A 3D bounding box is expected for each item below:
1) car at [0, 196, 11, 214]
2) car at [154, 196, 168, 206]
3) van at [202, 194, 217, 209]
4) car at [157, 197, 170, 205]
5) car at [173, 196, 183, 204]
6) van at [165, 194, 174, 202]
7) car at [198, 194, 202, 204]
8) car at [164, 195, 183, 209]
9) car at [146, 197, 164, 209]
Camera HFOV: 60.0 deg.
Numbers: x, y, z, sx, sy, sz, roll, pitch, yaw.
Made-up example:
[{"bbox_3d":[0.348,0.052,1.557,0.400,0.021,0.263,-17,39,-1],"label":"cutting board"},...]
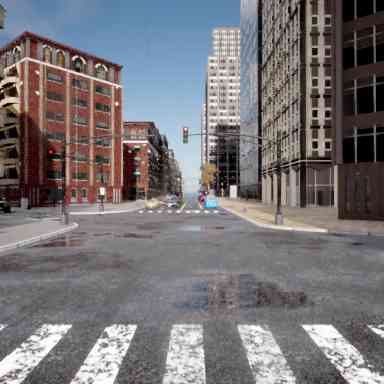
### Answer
[{"bbox_3d":[-22.568,1.425,37.647,5.566,2.045,2.150,-1,-1,41],"label":"car"},{"bbox_3d":[-5.299,1.510,56.864,1.967,1.590,4.097,0,0,0],"label":"car"},{"bbox_3d":[2.579,1.386,45.757,1.690,1.788,3.998,0,0,0],"label":"van"},{"bbox_3d":[-5.298,1.650,62.416,1.947,1.339,4.313,0,0,0],"label":"car"},{"bbox_3d":[-2.760,1.621,66.402,1.812,1.442,4.674,0,0,1],"label":"car"},{"bbox_3d":[-5.294,1.474,79.072,1.690,1.788,3.998,0,0,0],"label":"van"},{"bbox_3d":[2.583,1.644,67.966,1.887,1.381,4.507,0,0,0],"label":"car"},{"bbox_3d":[-2.802,1.537,45.948,2.128,1.511,4.902,0,0,2],"label":"car"},{"bbox_3d":[-5.301,1.570,45.589,1.752,1.417,4.829,0,0,0],"label":"car"}]
